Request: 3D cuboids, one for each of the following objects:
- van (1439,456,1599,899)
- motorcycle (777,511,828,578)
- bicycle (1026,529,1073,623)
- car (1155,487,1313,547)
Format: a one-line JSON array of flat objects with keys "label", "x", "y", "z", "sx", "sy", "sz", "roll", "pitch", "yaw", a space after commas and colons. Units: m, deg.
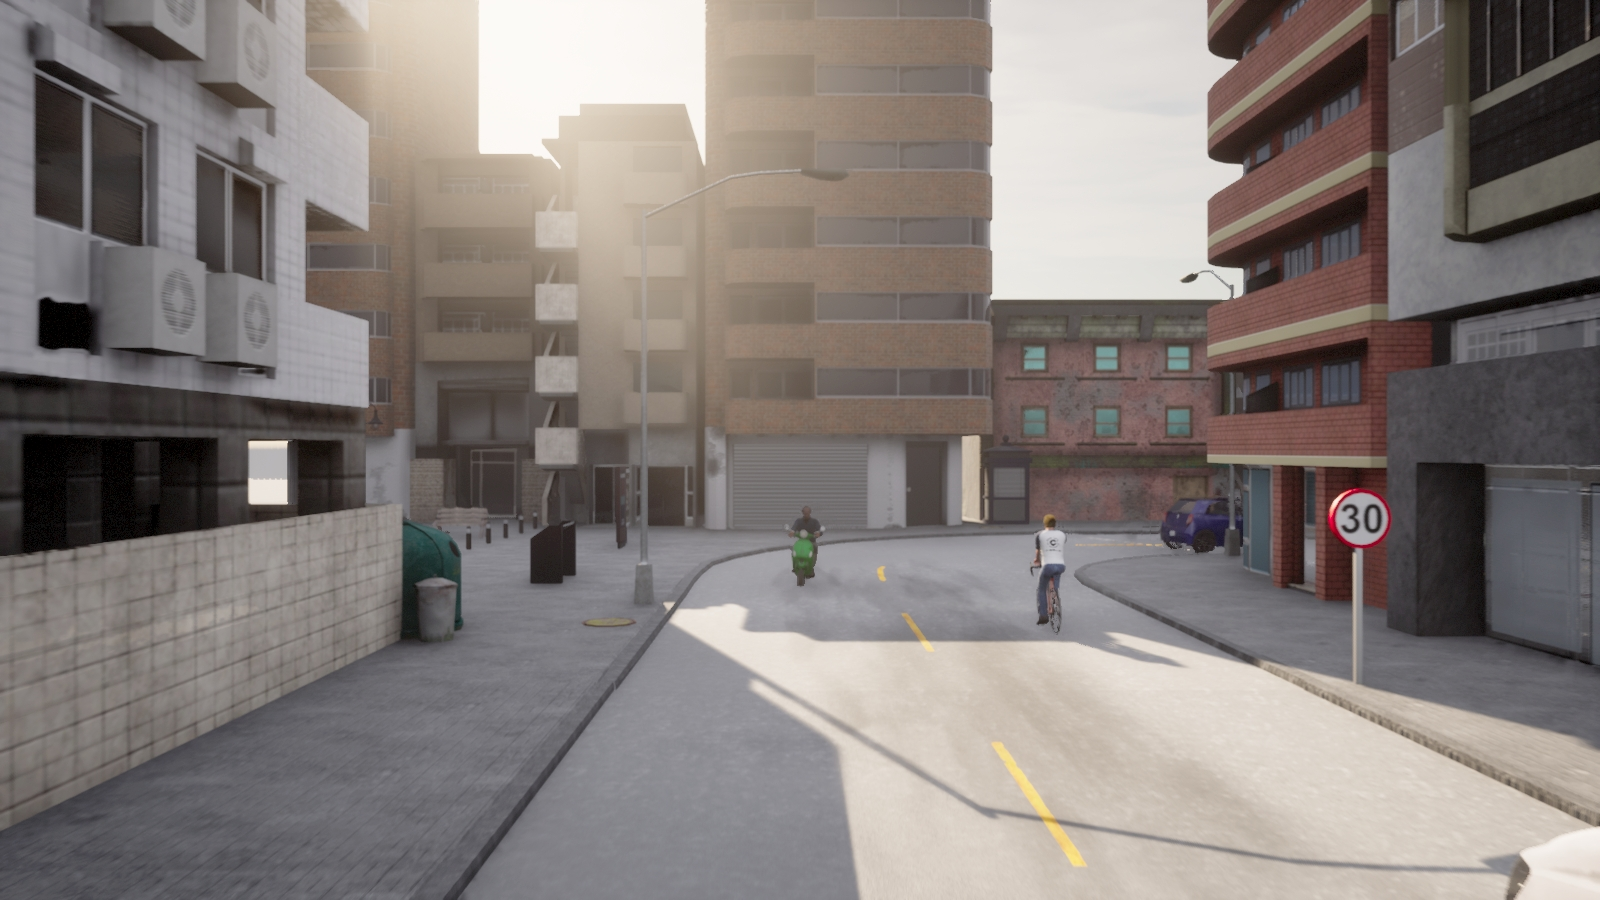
[{"label": "van", "x": 3.953, "y": 1.314, "z": 2.326, "sx": 1.988, "sy": 2.561, "sz": 5.915, "roll": 0, "pitch": 0, "yaw": 0}, {"label": "motorcycle", "x": 0.076, "y": 1.959, "z": 23.979, "sx": 0.856, "sy": 1.236, "sz": 1.805, "roll": 1, "pitch": 0, "yaw": 6}, {"label": "bicycle", "x": 3.874, "y": 1.934, "z": 17.812, "sx": 0.373, "sy": 1.296, "sz": 1.643, "roll": 0, "pitch": -1, "yaw": 0}, {"label": "car", "x": 11.874, "y": 1.813, "z": 31.377, "sx": 3.633, "sy": 1.501, "sz": 1.845, "roll": 0, "pitch": 0, "yaw": -12}]
